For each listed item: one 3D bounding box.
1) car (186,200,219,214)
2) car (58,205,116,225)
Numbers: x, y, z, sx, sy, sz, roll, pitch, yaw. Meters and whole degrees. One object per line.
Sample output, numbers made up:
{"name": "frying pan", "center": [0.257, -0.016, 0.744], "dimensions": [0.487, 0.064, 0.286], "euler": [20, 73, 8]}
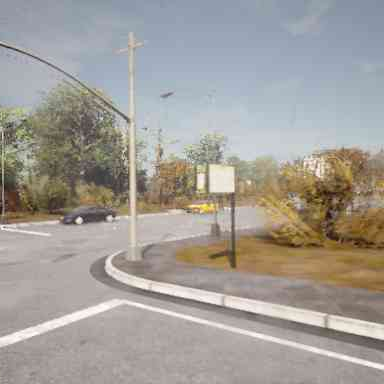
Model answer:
{"name": "car", "center": [1.282, 1.753, 39.688], "dimensions": [1.882, 1.535, 5.008], "euler": [-1, 0, 39]}
{"name": "car", "center": [-8.535, 1.828, 27.458], "dimensions": [1.837, 1.490, 4.892], "euler": [-1, 0, 39]}
